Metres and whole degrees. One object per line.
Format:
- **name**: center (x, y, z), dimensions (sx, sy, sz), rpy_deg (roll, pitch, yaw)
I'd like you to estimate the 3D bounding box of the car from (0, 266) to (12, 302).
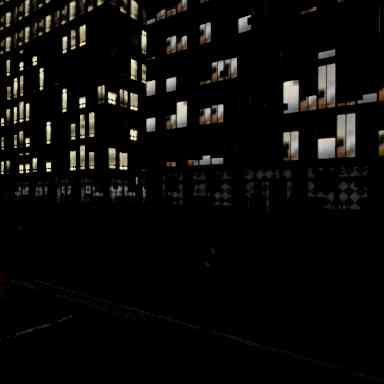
- **car**: center (-5.554, 1.526, 6.846), dimensions (4.829, 1.417, 1.752), rpy_deg (0, 0, 36)
